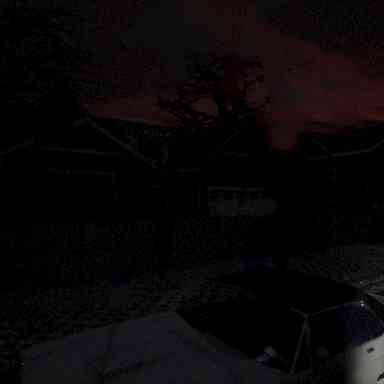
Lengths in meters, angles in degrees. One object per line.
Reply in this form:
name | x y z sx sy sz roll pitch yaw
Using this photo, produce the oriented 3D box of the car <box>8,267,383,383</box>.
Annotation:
car | 0.704 1.626 3.507 4.718 1.301 1.895 1 0 -35
